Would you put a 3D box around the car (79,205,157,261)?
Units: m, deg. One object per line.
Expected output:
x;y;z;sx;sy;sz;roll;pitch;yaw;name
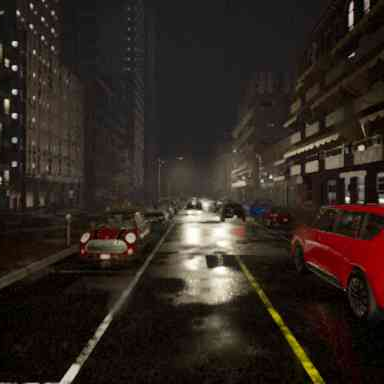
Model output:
-2.612;1.438;12.073;1.967;1.590;4.097;0;0;0;car

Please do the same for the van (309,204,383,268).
5.768;1.393;12.006;1.690;1.788;3.998;0;0;0;van

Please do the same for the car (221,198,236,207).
6.116;1.700;56.187;1.947;1.339;4.313;0;0;0;car

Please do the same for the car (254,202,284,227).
5.855;1.615;23.051;1.887;1.381;4.507;0;0;0;car

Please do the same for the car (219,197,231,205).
6.161;1.674;61.879;1.752;1.417;4.829;0;0;0;car

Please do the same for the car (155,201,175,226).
-2.526;1.567;23.117;2.008;1.369;4.403;0;0;0;car

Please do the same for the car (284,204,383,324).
3.945;1.259;7.335;2.150;2.045;5.566;0;0;0;car

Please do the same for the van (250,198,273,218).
5.899;1.421;28.573;1.690;1.788;3.998;0;0;0;van

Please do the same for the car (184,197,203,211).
0.313;1.630;41.464;1.994;1.385;4.181;0;0;0;car

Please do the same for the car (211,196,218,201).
6.420;1.786;94.846;1.887;1.381;4.507;0;0;0;car

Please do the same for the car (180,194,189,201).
-2.003;1.485;89.391;2.192;1.841;5.009;0;0;0;car

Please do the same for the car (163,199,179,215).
-2.482;1.576;28.641;2.008;1.369;4.403;0;0;0;car

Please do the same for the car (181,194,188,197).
-2.090;1.704;78.345;1.947;1.339;4.313;0;0;0;car

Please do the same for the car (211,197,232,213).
3.307;1.628;38.482;2.033;1.411;5.357;0;0;1;car

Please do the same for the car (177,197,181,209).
-2.438;1.476;34.164;1.967;1.590;4.097;0;0;0;car

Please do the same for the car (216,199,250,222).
3.230;1.566;26.986;1.837;1.490;4.892;0;0;1;car

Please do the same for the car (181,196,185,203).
-2.351;1.622;45.209;1.947;1.339;4.313;0;0;0;car
